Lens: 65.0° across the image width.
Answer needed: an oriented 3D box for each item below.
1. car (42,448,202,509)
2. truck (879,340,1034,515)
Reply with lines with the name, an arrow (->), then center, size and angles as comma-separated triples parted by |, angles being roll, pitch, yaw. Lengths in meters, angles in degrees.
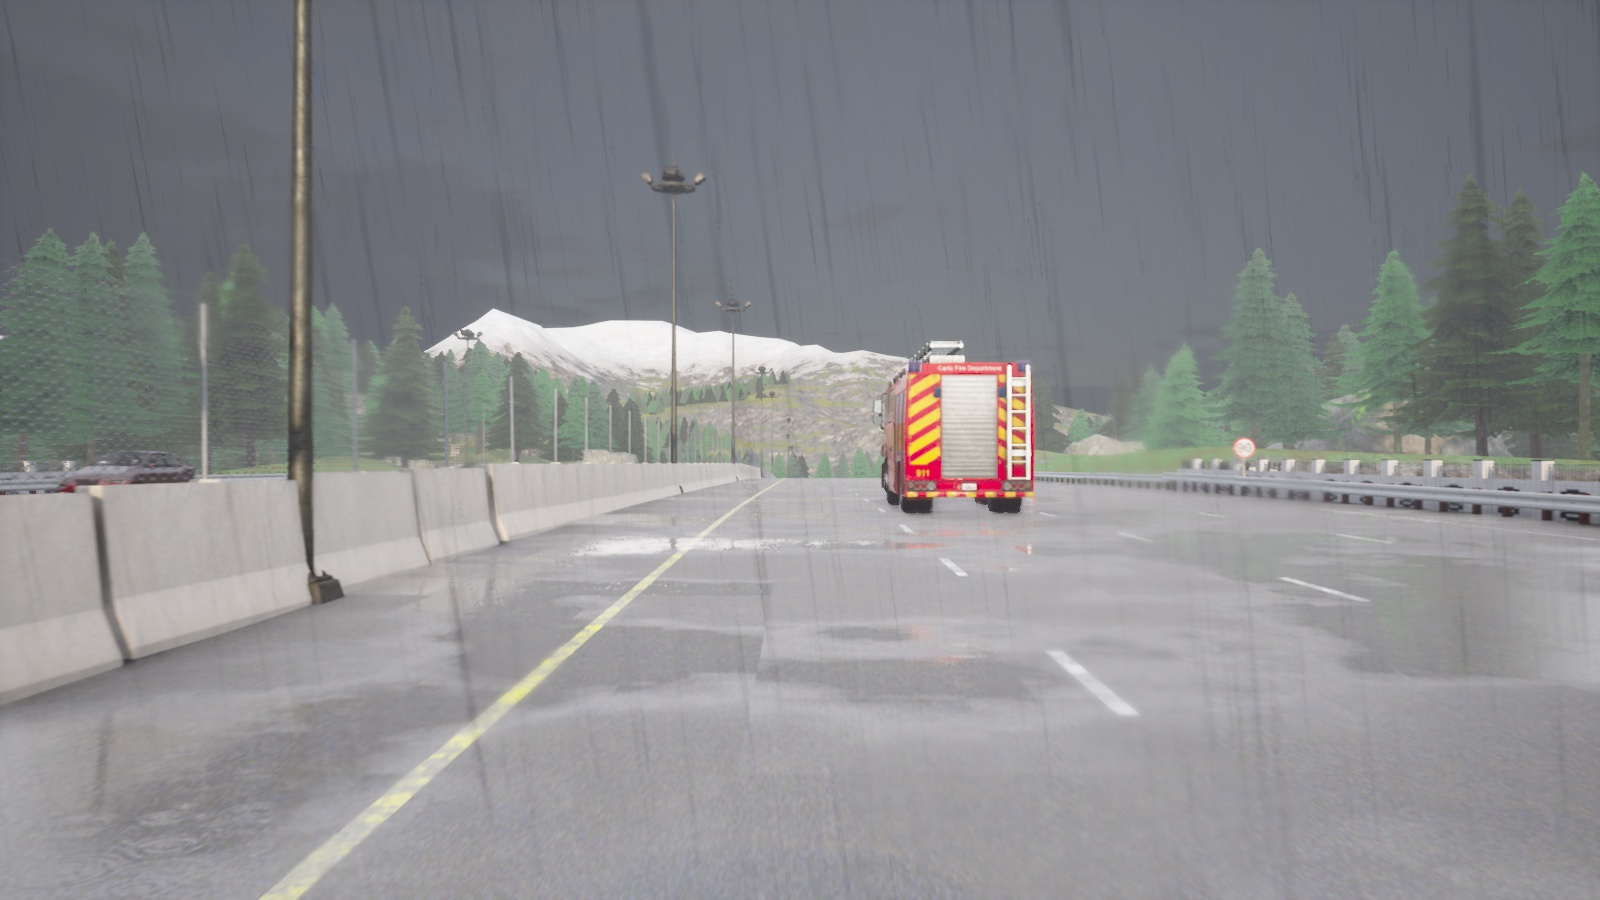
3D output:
car -> -17.301, 0.702, 32.299 | 1.816, 1.474, 4.193 | 0, 0, 0
truck -> 3.697, -0.462, 31.712 | 2.891, 3.827, 8.468 | 0, 0, 0
